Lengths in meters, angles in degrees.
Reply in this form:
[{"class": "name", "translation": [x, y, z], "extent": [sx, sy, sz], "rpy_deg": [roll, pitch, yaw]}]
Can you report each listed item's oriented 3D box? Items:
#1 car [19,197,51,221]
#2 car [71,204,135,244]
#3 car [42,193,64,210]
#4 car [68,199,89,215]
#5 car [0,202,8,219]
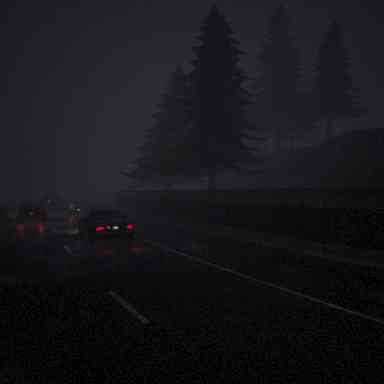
[{"class": "car", "translation": [-12.837, 1.448, 27.095], "extent": [1.882, 1.535, 5.008], "rpy_deg": [0, 0, -21]}, {"class": "car", "translation": [-4.273, 1.535, 15.998], "extent": [2.033, 1.411, 5.357], "rpy_deg": [0, 0, -26]}, {"class": "car", "translation": [-17.318, 1.177, 41.297], "extent": [2.150, 2.045, 5.566], "rpy_deg": [0, 0, -15]}, {"class": "car", "translation": [-11.643, 1.496, 34.150], "extent": [1.812, 1.442, 4.674], "rpy_deg": [0, -1, -19]}, {"class": "car", "translation": [-17.112, 1.490, 28.517], "extent": [1.812, 1.442, 4.674], "rpy_deg": [0, 0, -20]}]
